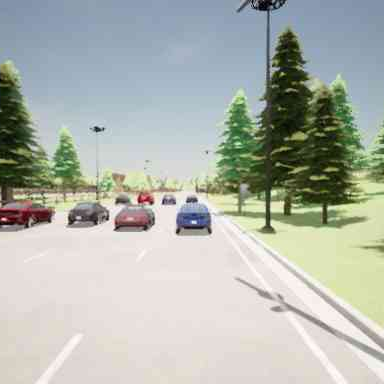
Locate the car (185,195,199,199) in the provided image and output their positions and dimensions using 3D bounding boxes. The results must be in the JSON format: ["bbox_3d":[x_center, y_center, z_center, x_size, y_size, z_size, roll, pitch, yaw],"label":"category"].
[{"bbox_3d":[-0.005,1.190,50.859,1.882,1.535,5.008,0,0,0],"label":"car"}]

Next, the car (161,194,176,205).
[{"bbox_3d":[-3.505,1.063,51.211,2.097,1.767,4.553,0,0,0],"label":"car"}]

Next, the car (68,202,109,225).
[{"bbox_3d":[-6.916,1.398,22.560,1.812,1.442,4.674,0,0,0],"label":"car"}]

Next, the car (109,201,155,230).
[{"bbox_3d":[-3.401,1.449,20.323,1.994,1.385,4.181,0,0,0],"label":"car"}]

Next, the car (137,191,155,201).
[{"bbox_3d":[-7.004,0.934,50.930,2.150,2.045,5.566,0,0,0],"label":"car"}]

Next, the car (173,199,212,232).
[{"bbox_3d":[0.098,1.369,19.138,1.882,1.535,5.008,0,0,0],"label":"car"}]

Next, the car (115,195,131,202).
[{"bbox_3d":[-10.504,1.218,50.910,1.837,1.490,4.892,0,1,0],"label":"car"}]

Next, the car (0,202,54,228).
[{"bbox_3d":[-10.402,1.359,20.956,1.882,1.535,5.008,0,0,0],"label":"car"}]
